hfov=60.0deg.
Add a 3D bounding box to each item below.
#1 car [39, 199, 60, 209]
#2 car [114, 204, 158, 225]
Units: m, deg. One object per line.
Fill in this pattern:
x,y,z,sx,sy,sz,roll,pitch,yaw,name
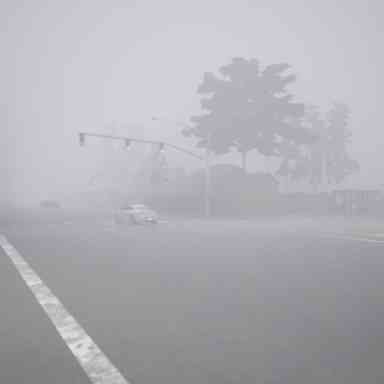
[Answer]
-20.556,1.722,47.818,1.895,1.301,4.718,1,-1,-36,car
-4.271,1.661,25.147,1.812,1.442,4.674,1,-1,-36,car
